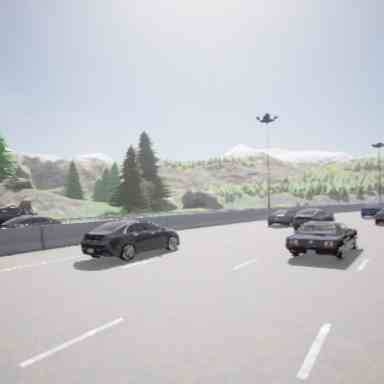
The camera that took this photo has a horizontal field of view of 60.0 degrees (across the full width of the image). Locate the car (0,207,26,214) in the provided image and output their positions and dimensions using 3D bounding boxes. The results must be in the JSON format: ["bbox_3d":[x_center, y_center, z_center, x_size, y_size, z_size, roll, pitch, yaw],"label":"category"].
[{"bbox_3d":[-15.785,2.266,26.209,2.150,2.045,5.566,-2,-2,34],"label":"car"}]

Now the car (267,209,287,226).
[{"bbox_3d":[8.131,2.153,28.486,1.994,1.385,4.181,-3,-2,40],"label":"car"}]

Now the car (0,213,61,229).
[{"bbox_3d":[-10.683,2.307,21.206,1.837,1.490,4.892,-2,-2,34],"label":"car"}]

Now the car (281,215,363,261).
[{"bbox_3d":[5.468,1.854,13.583,1.895,1.301,4.718,-2,-2,34],"label":"car"}]

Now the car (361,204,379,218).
[{"bbox_3d":[19.983,2.011,36.060,5.008,1.535,1.882,0,-2,-45],"label":"car"}]

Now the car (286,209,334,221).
[{"bbox_3d":[8.788,1.957,23.776,1.837,1.490,4.892,-3,-1,39],"label":"car"}]

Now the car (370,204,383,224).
[{"bbox_3d":[16.672,1.946,27.632,1.994,1.385,4.181,-3,-2,42],"label":"car"}]

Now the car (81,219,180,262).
[{"bbox_3d":[-2.428,1.947,14.314,1.837,1.490,4.892,-2,-2,33],"label":"car"}]
